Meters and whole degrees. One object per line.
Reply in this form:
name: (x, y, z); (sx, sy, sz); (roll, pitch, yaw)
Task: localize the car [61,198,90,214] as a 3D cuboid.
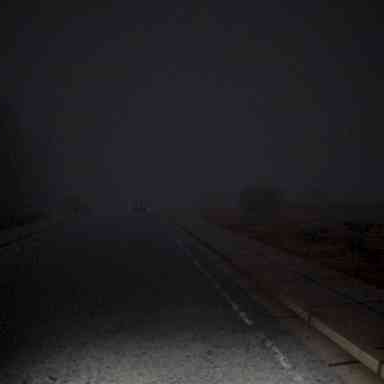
car: (-14.368, 1.694, 40.895); (3.866, 1.878, 1.905); (1, -5, 38)

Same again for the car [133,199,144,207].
car: (-10.177, 2.052, 63.226); (2.128, 1.511, 4.902); (-1, 0, -9)

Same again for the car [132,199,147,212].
car: (-7.287, 1.948, 45.782); (1.994, 1.385, 4.181); (-1, 0, -9)
